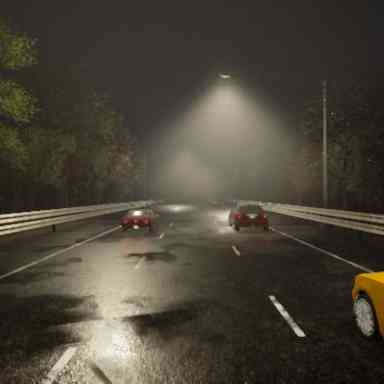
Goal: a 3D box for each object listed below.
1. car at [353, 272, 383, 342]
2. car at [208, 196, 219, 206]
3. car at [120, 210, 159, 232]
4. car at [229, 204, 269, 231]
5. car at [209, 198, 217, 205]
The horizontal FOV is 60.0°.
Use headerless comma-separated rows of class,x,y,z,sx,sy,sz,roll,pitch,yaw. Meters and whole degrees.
car,3.608,1.515,3.567,1.882,1.535,5.008,0,-1,0
car,4.603,2.104,69.366,2.033,1.649,4.856,0,-1,2
car,-3.291,1.817,21.905,1.895,1.301,4.718,0,-1,1
car,3.718,1.576,22.513,2.097,1.767,4.553,0,-1,1
car,4.983,2.253,80.313,1.882,1.535,5.008,0,-1,2
